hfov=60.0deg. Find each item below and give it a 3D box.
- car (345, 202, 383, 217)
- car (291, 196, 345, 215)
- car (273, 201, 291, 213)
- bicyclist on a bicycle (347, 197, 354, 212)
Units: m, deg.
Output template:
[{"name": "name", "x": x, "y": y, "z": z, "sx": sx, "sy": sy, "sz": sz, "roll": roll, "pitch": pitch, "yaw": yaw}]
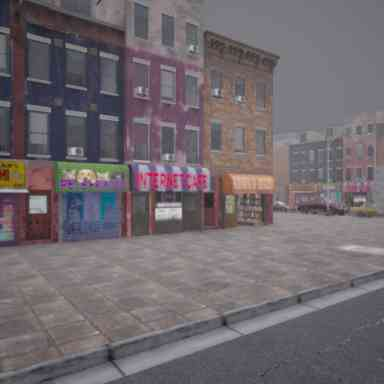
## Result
[{"name": "car", "x": 16.236, "y": 1.571, "z": 28.831, "sx": 1.752, "sy": 1.417, "sz": 4.829, "roll": 0, "pitch": 0, "yaw": -35}, {"name": "car", "x": 12.973, "y": 1.376, "z": 33.409, "sx": 2.192, "sy": 1.841, "sz": 5.009, "roll": 0, "pitch": 0, "yaw": -35}, {"name": "car", "x": 9.809, "y": 1.657, "z": 37.849, "sx": 1.802, "sy": 1.307, "sz": 4.206, "roll": 0, "pitch": 0, "yaw": -35}, {"name": "bicyclist on a bicycle", "x": 17.529, "y": 1.372, "z": 36.747, "sx": 1.656, "sy": 1.620, "sz": 0.582, "roll": 0, "pitch": 0, "yaw": -35}]
